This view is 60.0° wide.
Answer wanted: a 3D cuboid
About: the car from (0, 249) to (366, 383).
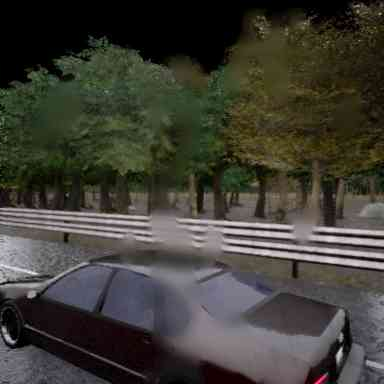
[{"bbox_3d":[-0.711,1.541,4.503,5.357,1.411,2.033,0,0,35],"label":"car"}]
